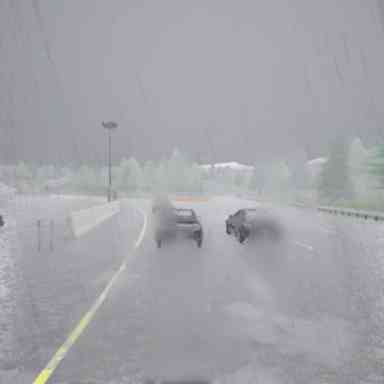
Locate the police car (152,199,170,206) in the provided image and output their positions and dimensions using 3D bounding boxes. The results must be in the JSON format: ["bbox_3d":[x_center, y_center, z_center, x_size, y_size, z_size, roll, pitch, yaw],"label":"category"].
[{"bbox_3d":[-3.050,1.477,34.012,2.038,1.542,4.974,0,0,-10],"label":"police car"}]

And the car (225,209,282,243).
[{"bbox_3d":[2.816,1.507,15.832,1.812,1.442,4.674,0,0,-5],"label":"car"}]

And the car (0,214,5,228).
[{"bbox_3d":[-11.314,1.547,16.448,2.033,1.411,5.357,0,0,-5],"label":"car"}]

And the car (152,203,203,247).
[{"bbox_3d":[-0.616,1.478,14.871,2.128,1.511,4.902,0,0,-4],"label":"car"}]
